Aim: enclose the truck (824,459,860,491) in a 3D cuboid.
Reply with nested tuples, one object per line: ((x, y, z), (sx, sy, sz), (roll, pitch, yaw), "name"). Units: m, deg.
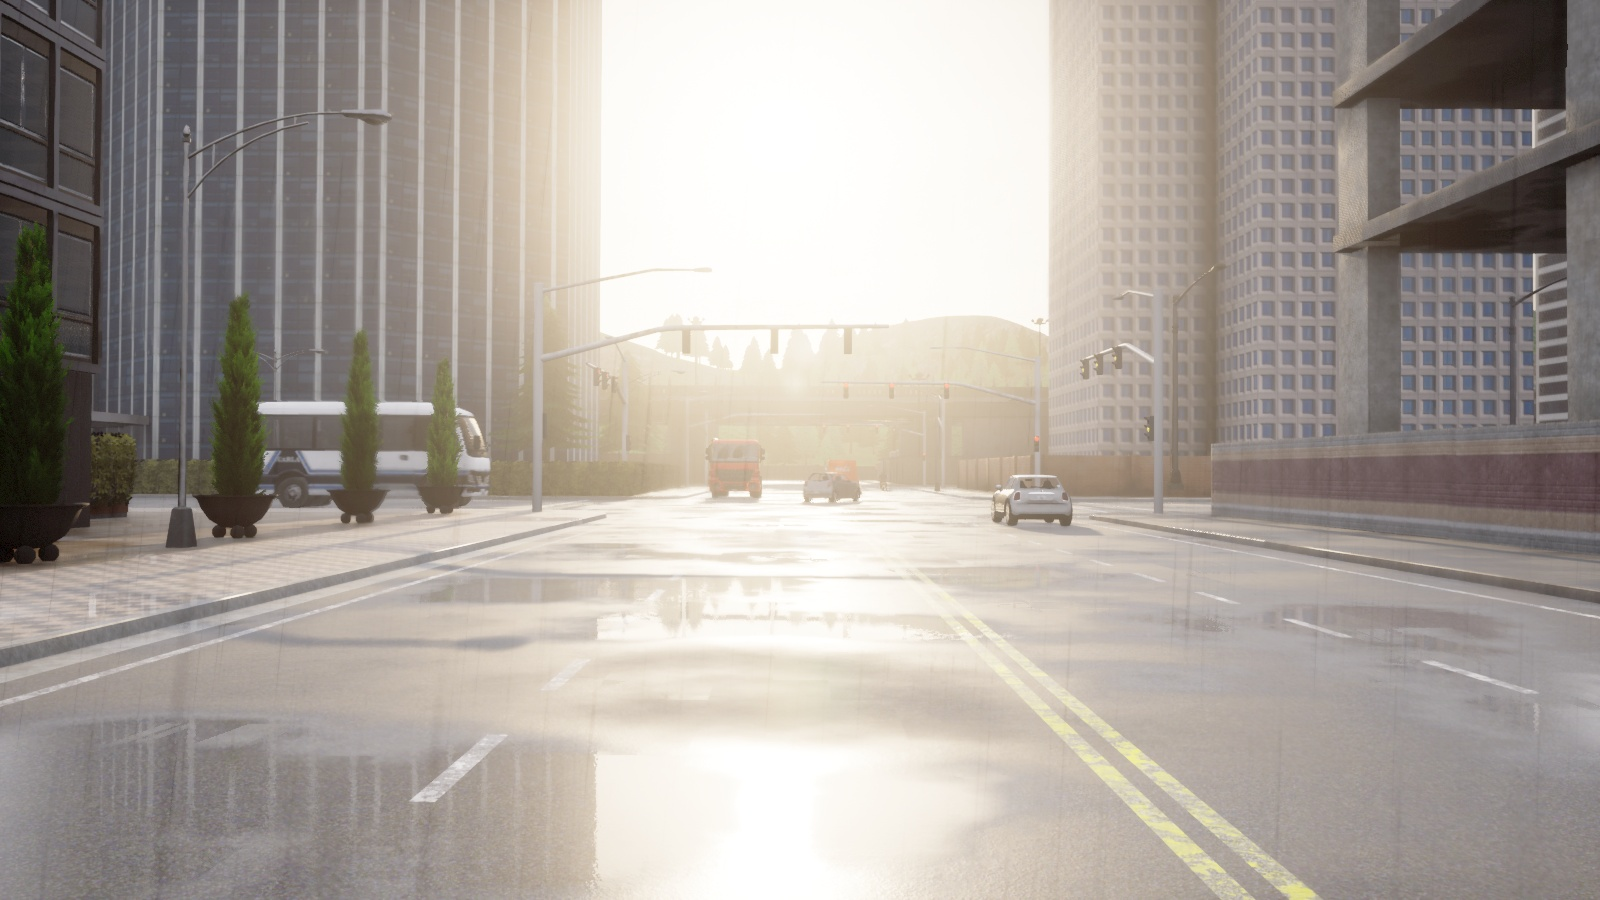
((3.248, 1.956, 97.989), (2.627, 2.467, 5.204), (0, -1, 0), "truck")

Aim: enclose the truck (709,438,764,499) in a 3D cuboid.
((-3.695, 1.100, 74.778), (2.891, 3.462, 7.936), (0, -1, 0), "truck")

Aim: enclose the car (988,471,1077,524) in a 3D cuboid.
((6.904, 1.383, 37.640), (1.970, 1.475, 3.806), (0, -1, 0), "car")

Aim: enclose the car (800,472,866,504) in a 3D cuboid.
((1.695, 1.871, 62.654), (1.845, 1.501, 3.633), (-1, -1, 28), "car")

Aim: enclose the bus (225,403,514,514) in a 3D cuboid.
((-17.062, 0.351, 50.437), (10.273, 4.253, 3.944), (0, -1, -1), "bus")
